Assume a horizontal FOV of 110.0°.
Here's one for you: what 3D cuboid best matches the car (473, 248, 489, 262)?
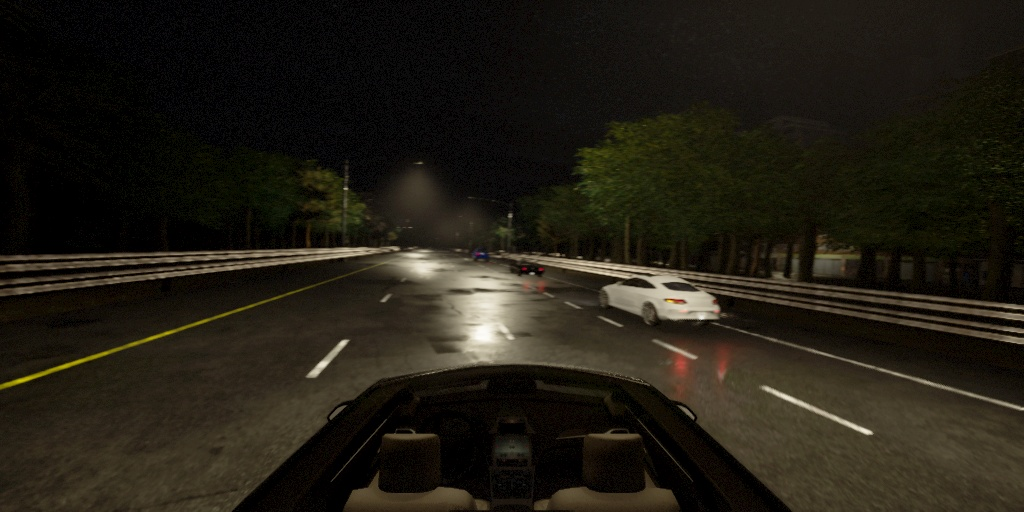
[{"bbox_3d":[-4.951,-0.210,56.881,2.150,2.045,5.566,3,1,-12],"label":"car"}]

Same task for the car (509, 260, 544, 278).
[{"bbox_3d":[1.042,0.945,28.594,1.895,1.301,4.718,3,1,-12],"label":"car"}]

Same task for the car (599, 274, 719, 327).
[{"bbox_3d":[4.604,1.332,11.852,1.812,1.442,4.674,3,1,-12],"label":"car"}]
